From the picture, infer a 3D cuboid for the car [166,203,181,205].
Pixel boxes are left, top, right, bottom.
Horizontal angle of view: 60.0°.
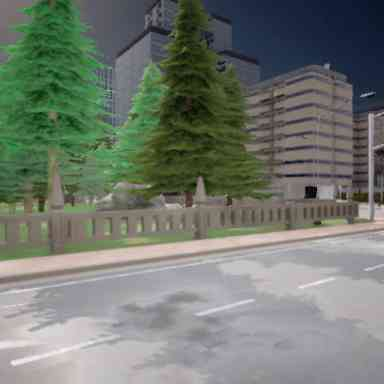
[{"bbox_3d":[-3.324,1.566,58.359,1.994,1.385,4.181,0,0,-35],"label":"car"}]
